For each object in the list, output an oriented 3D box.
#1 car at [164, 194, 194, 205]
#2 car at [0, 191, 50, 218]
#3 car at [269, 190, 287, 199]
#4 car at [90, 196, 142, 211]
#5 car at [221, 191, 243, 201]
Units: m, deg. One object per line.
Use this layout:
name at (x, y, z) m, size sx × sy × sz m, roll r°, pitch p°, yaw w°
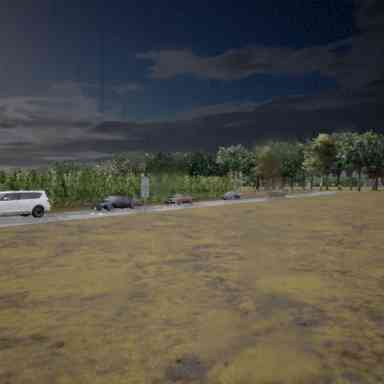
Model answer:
car at (-1.528, 0.896, 40.912) m, size 1.994 × 1.385 × 4.181 m, roll 0°, pitch 1°, yaw 35°
car at (-13.248, 0.933, 24.309) m, size 2.150 × 2.045 × 5.566 m, roll 0°, pitch 1°, yaw 35°
car at (15.457, 0.344, 59.900) m, size 1.882 × 1.535 × 5.008 m, roll 0°, pitch 1°, yaw 35°
car at (-7.344, 1.067, 32.683) m, size 2.033 × 1.411 × 5.357 m, roll 0°, pitch 1°, yaw 35°
car at (6.344, 0.589, 51.963) m, size 1.837 × 1.490 × 4.892 m, roll 0°, pitch 1°, yaw 36°
